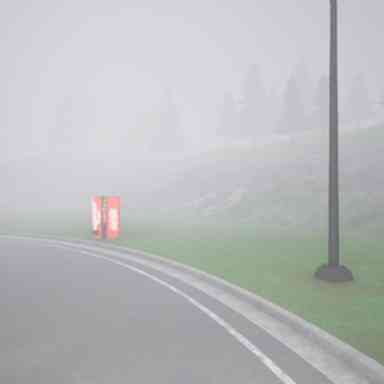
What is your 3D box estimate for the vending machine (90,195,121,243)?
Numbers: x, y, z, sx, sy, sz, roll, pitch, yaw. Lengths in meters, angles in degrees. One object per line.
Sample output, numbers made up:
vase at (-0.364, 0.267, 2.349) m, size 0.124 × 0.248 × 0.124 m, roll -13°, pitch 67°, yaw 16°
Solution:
vending machine at (-3.989, 1.186, 15.411) m, size 0.880 × 2.100 × 1.100 m, roll 0°, pitch 0°, yaw 38°
